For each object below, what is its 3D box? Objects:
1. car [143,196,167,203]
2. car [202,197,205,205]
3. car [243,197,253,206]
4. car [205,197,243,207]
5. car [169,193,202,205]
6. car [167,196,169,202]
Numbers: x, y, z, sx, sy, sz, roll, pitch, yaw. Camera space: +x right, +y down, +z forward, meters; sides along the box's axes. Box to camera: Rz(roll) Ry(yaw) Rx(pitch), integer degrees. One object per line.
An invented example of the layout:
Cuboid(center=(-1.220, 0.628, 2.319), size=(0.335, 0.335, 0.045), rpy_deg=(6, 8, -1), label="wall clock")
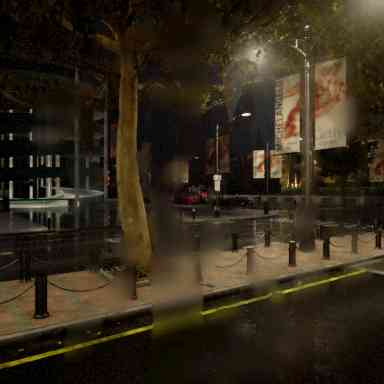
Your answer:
Cuboid(center=(-7.826, 1.477, 66.762), size=(5.008, 1.535, 1.882), rpy_deg=(0, 0, 42), label="car")
Cuboid(center=(1.854, 1.547, 60.713), size=(2.033, 1.411, 5.357), rpy_deg=(0, 0, -36), label="car")
Cuboid(center=(7.500, 1.491, 52.763), size=(2.128, 1.511, 4.902), rpy_deg=(0, 0, -35), label="car")
Cuboid(center=(4.743, 1.547, 50.619), size=(2.033, 1.411, 5.357), rpy_deg=(0, 0, -35), label="car")
Cuboid(center=(-1.166, 1.221, 58.921), size=(2.150, 2.045, 5.566), rpy_deg=(0, 0, -36), label="car")
Cuboid(center=(-4.461, 1.525, 68.535), size=(1.812, 1.442, 4.674), rpy_deg=(0, 0, -44), label="car")
